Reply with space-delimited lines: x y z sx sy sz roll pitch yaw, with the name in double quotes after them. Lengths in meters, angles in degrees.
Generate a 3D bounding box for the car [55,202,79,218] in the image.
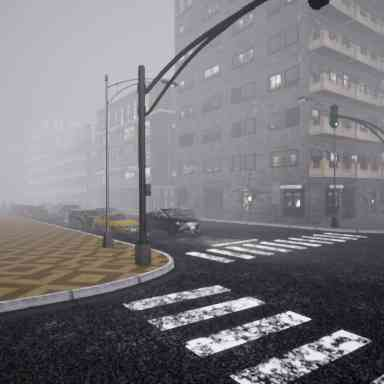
-13.230 2.118 36.751 1.837 1.490 4.892 -1 -1 -36 "car"

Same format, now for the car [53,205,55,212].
-20.503 2.425 52.037 1.994 1.385 4.181 -1 -1 -36 "car"

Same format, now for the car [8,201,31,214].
-24.933 2.449 48.265 1.887 1.381 4.507 -2 0 -36 "car"

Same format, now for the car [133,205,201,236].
-1.416 1.775 20.649 2.128 1.511 4.902 -1 -1 -36 "car"

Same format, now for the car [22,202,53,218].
-18.237 2.262 39.153 1.887 1.381 4.507 -2 0 -36 "car"

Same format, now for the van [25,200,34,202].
-41.621 2.832 85.123 1.690 1.788 3.998 -2 0 -36 "van"

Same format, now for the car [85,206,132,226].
-7.274 1.994 28.622 2.033 1.411 5.357 -1 -1 -37 "car"

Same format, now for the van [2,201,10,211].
-31.634 2.433 57.378 1.690 1.788 3.998 -2 0 -36 "van"

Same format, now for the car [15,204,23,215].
-21.584 2.392 43.709 1.802 1.307 4.206 -2 0 -36 "car"

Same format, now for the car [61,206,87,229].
-8.194 2.002 25.484 1.947 1.339 4.313 -2 0 -36 "car"

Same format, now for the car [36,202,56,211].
-26.438 2.519 60.122 2.128 1.511 4.902 -1 -1 -37 "car"

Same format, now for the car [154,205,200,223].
-1.443 1.915 30.447 2.008 1.369 4.403 -2 0 -36 "car"

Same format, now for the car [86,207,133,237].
-4.747 1.865 20.792 1.752 1.417 4.829 -2 0 -36 "car"

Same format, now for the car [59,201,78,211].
-21.532 2.367 57.785 1.967 1.590 4.097 -2 0 -36 "car"
